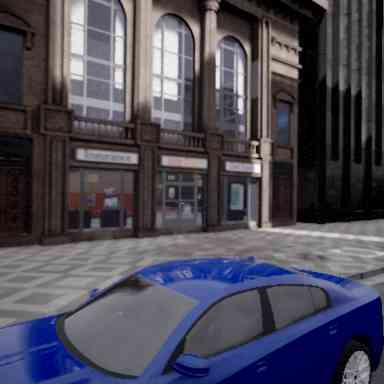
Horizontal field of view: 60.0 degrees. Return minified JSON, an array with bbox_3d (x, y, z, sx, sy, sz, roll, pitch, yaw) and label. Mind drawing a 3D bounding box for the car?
[{"bbox_3d":[0.002,1.497,3.378,5.008,1.535,1.882,1,0,-36],"label":"car"}]
